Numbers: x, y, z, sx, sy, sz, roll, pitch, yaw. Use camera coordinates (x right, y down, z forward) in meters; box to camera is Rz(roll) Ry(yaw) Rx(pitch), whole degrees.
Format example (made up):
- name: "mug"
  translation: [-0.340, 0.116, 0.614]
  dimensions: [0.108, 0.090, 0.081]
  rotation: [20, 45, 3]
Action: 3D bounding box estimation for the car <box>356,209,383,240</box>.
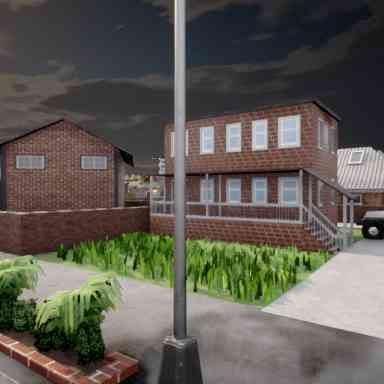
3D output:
- name: "car"
  translation: [8.470, 0.973, 12.606]
  dimensions: [3.866, 1.878, 1.905]
  rotation: [0, 0, 36]
